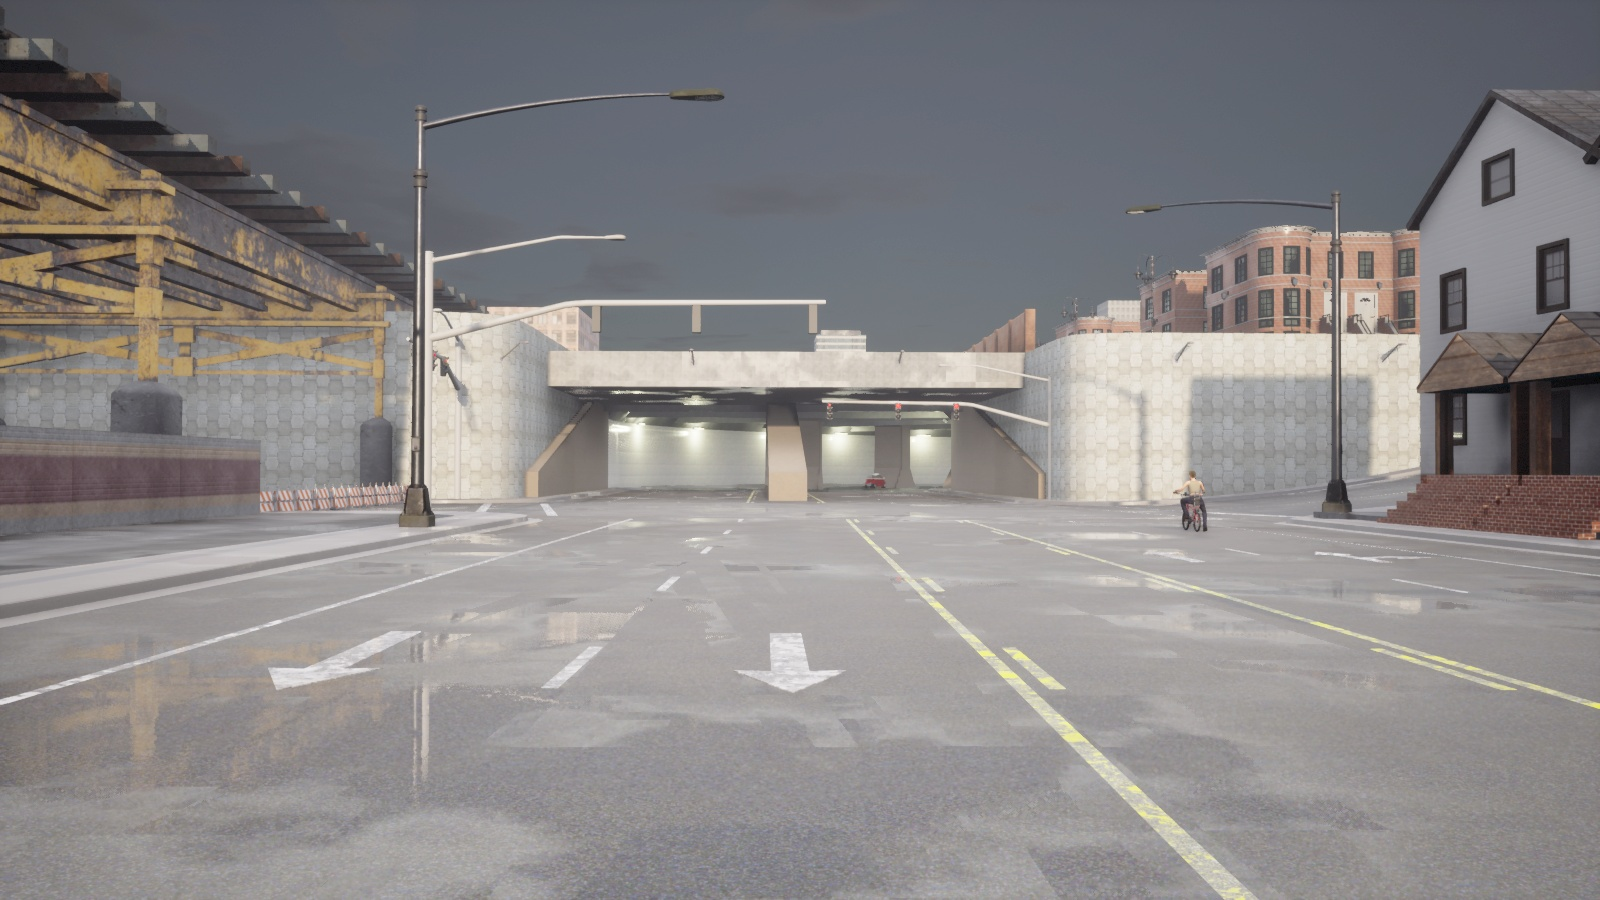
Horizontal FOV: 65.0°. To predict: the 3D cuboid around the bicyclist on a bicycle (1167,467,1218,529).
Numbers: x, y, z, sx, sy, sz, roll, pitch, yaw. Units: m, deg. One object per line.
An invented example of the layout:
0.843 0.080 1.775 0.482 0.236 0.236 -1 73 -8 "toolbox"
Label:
10.414 1.269 33.382 0.866 1.612 1.509 0 -1 0 "bicyclist on a bicycle"
